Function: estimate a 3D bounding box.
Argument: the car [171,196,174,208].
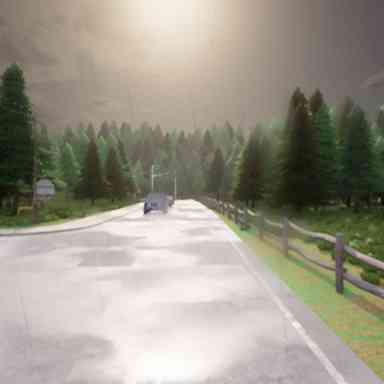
[{"bbox_3d":[-3.727,1.481,45.254,1.994,1.385,4.181,0,0,-2],"label":"car"}]

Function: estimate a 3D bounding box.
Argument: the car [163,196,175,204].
[{"bbox_3d":[-4.136,1.414,60.276,1.812,1.442,4.674,0,0,-1],"label":"car"}]

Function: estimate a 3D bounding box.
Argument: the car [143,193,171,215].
[{"bbox_3d":[-3.606,1.153,33.718,2.150,2.045,5.566,0,0,-1],"label":"car"}]
